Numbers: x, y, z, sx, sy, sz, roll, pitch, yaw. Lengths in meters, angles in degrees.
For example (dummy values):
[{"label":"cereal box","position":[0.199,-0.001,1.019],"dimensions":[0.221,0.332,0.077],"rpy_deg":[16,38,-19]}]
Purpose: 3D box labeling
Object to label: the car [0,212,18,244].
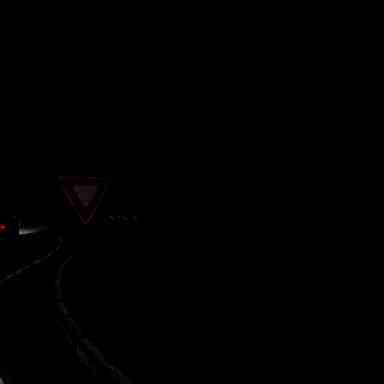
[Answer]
[{"label":"car","position":[-9.301,1.597,15.508],"dimensions":[1.994,1.385,4.181],"rpy_deg":[0,0,-24]}]
